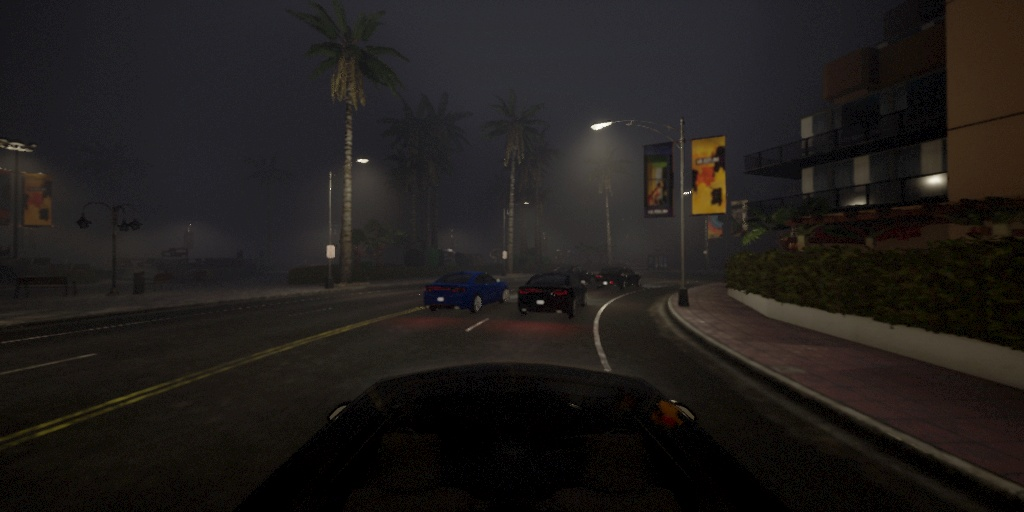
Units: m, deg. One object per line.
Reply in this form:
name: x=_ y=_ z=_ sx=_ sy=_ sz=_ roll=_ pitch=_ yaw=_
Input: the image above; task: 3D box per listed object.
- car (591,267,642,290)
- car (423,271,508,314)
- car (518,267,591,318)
car: x=7.430 y=1.483 z=24.732 sx=1.837 sy=1.490 sz=4.892 roll=-1 pitch=0 yaw=38
car: x=-1.676 y=1.355 z=14.724 sx=1.882 sy=1.535 sz=5.008 roll=0 pitch=0 yaw=19
car: x=1.707 y=1.346 z=13.825 sx=1.882 sy=1.535 sz=5.008 roll=0 pitch=0 yaw=19
